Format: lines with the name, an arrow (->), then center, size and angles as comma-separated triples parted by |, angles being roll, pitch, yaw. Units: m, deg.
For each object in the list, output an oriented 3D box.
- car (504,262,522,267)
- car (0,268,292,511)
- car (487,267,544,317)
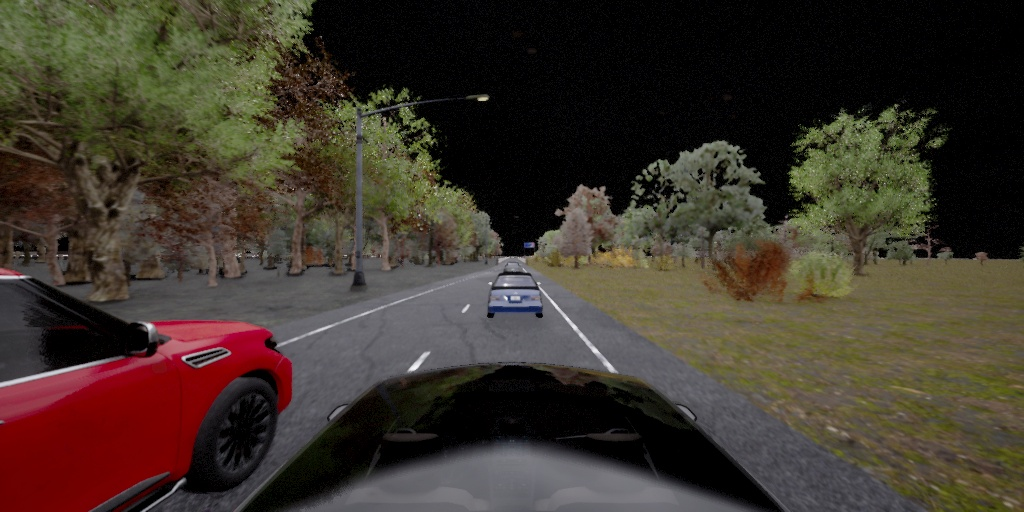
car -> 0.099, 1.312, 37.644 | 1.994, 1.385, 4.181 | 0, 0, 0
car -> -3.396, 0.970, 1.407 | 2.150, 2.045, 5.566 | 0, 0, 0
car -> 0.099, 1.296, 13.101 | 2.033, 1.411, 5.357 | 0, 0, 0
